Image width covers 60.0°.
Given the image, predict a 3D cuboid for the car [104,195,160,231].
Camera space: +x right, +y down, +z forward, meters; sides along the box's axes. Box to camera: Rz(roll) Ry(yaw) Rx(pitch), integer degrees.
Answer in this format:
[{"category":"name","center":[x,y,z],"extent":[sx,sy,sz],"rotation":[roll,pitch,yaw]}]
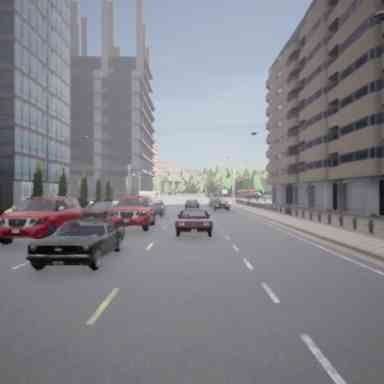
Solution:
[{"category":"car","center":[-3.562,1.230,20.906],"extent":[2.150,2.045,5.566],"rotation":[0,0,0]}]

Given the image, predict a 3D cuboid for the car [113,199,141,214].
[{"category":"car","center":[-6.990,1.563,36.210],"extent":[2.033,1.411,5.357],"rotation":[0,0,0]}]

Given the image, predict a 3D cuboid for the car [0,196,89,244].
[{"category":"car","center":[-7.080,1.228,16.143],"extent":[2.150,2.045,5.566],"rotation":[0,0,0]}]

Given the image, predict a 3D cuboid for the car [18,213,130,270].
[{"category":"car","center":[-3.582,1.606,11.146],"extent":[1.895,1.301,4.718],"rotation":[0,0,0]}]

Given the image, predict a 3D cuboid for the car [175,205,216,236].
[{"category":"car","center":[0.106,1.609,18.563],"extent":[1.895,1.301,4.718],"rotation":[0,0,0]}]

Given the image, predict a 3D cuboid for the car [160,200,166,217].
[{"category":"car","center":[-3.491,1.505,31.129],"extent":[2.128,1.511,4.902],"rotation":[0,0,0]}]

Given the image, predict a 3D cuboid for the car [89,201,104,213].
[{"category":"car","center":[-7.020,1.488,25.948],"extent":[1.882,1.535,5.008],"rotation":[0,0,1]}]

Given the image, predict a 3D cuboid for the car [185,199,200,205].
[{"category":"car","center":[0.044,1.583,44.337],"extent":[1.994,1.385,4.181],"rotation":[0,0,0]}]

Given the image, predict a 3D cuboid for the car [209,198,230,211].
[{"category":"car","center":[3.511,1.618,40.524],"extent":[1.895,1.301,4.718],"rotation":[0,0,0]}]
